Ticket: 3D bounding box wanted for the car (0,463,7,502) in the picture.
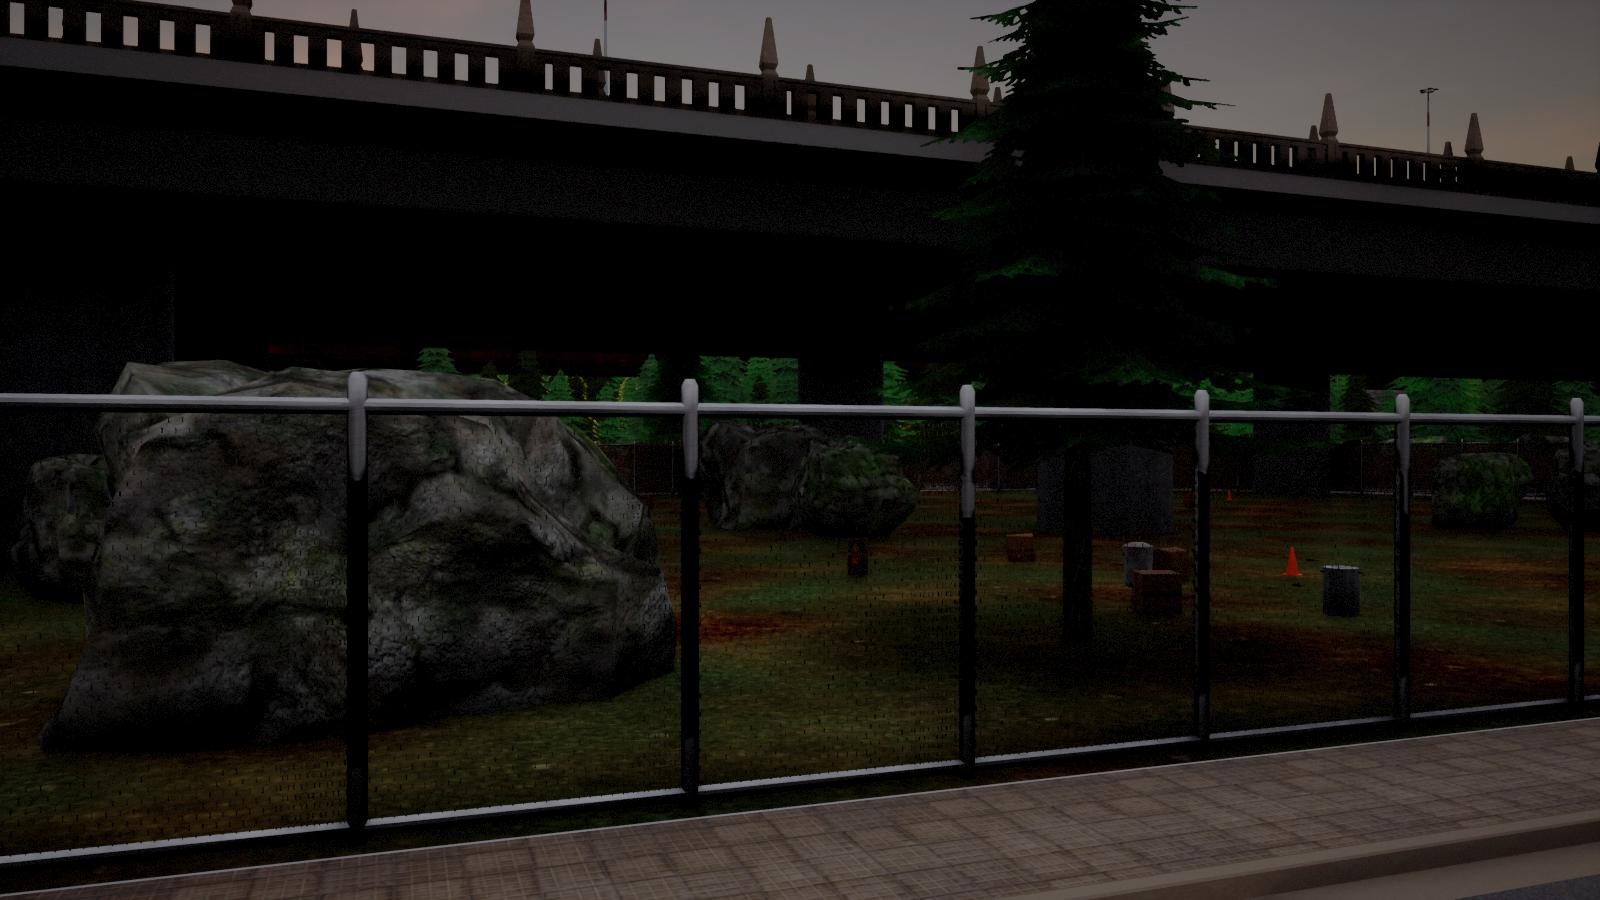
[{"bbox_3d":[-45.507,1.780,63.507,2.150,2.045,5.566,0,0,-33],"label":"car"}]
